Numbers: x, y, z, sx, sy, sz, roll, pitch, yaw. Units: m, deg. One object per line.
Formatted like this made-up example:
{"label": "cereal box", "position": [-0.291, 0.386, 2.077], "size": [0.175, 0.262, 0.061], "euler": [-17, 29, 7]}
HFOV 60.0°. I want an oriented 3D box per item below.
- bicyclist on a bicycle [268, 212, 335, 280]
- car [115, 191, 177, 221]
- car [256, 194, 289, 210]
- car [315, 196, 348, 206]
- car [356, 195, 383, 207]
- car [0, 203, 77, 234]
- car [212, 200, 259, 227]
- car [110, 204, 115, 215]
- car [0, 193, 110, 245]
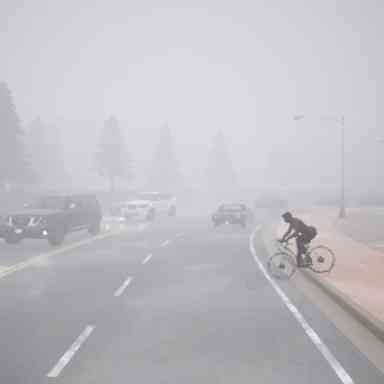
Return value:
{"label": "bicyclist on a bicycle", "position": [2.607, 1.283, 8.151], "size": [1.656, 1.620, 0.582], "euler": [-9, 0, 2]}
{"label": "car", "position": [-3.060, 0.976, 25.296], "size": [2.150, 2.045, 5.566], "euler": [0, 1, 24]}
{"label": "car", "position": [8.926, 1.001, 36.933], "size": [2.097, 1.767, 4.553], "euler": [1, 1, 43]}
{"label": "car", "position": [18.749, 1.182, 44.549], "size": [4.718, 1.301, 1.895], "euler": [0, 1, -30]}
{"label": "car", "position": [23.976, 1.142, 43.396], "size": [5.357, 1.411, 2.033], "euler": [0, 1, -23]}
{"label": "car", "position": [-8.757, 1.412, 19.061], "size": [1.895, 1.301, 4.718], "euler": [0, 1, 14]}
{"label": "car", "position": [2.732, 1.401, 20.867], "size": [1.895, 1.301, 4.718], "euler": [0, 1, 19]}
{"label": "car", "position": [-5.258, 1.224, 28.890], "size": [1.837, 1.490, 4.892], "euler": [0, 1, 26]}
{"label": "car", "position": [-6.004, 1.073, 15.063], "size": [2.150, 2.045, 5.566], "euler": [0, 1, 9]}
